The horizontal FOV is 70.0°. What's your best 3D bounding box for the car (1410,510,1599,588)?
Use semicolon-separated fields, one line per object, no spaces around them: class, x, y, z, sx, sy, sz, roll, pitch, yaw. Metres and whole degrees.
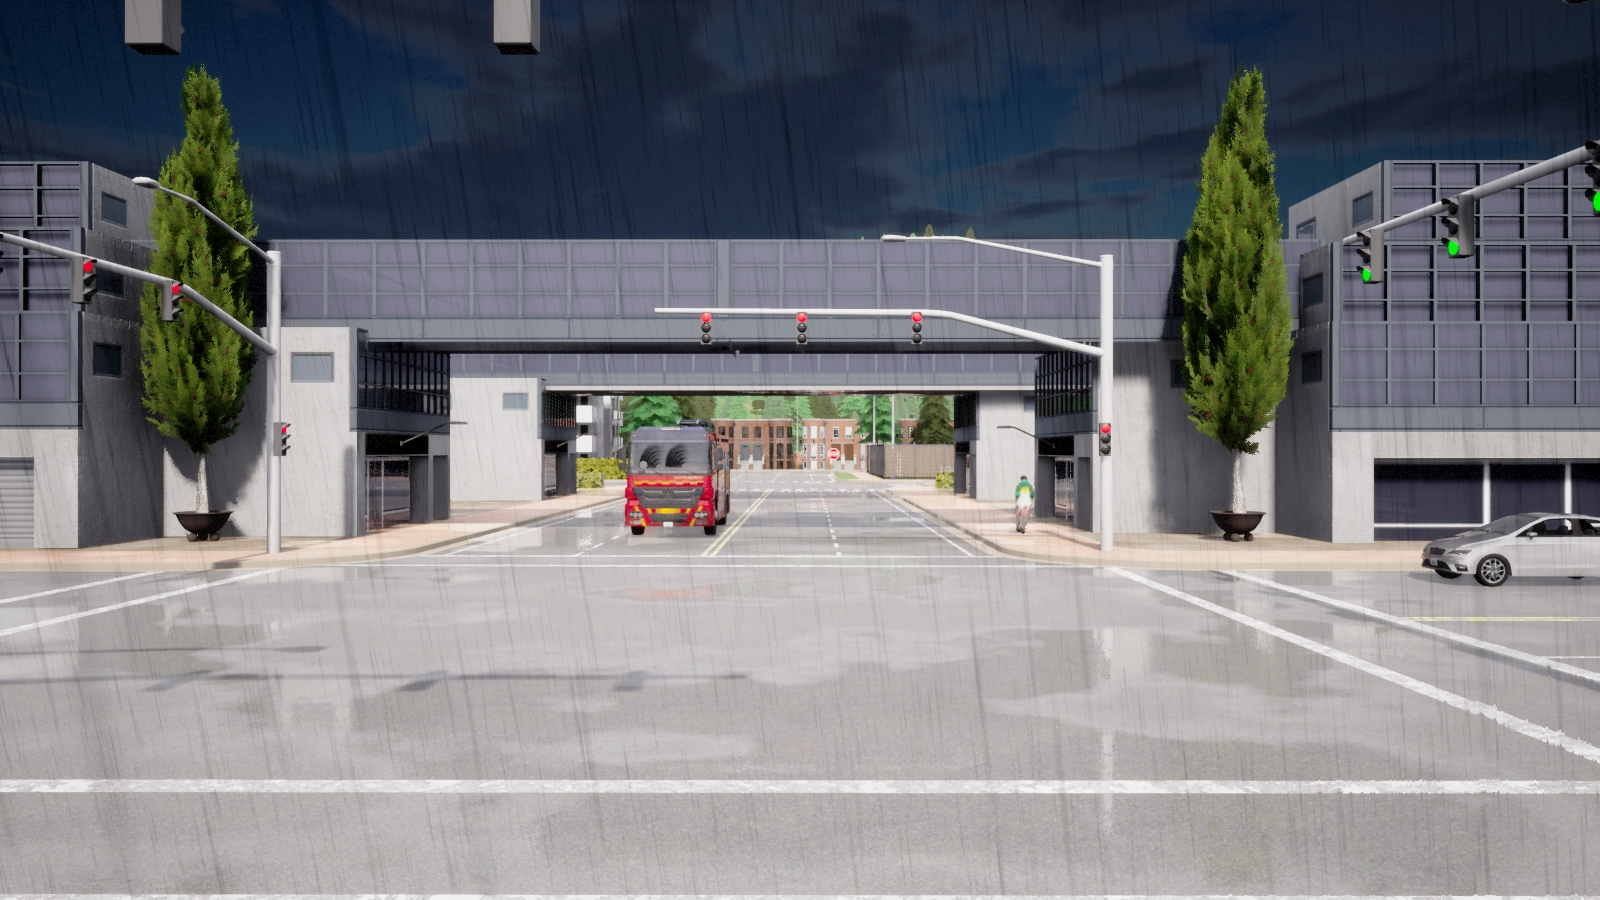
car;15.490;2.066;24.189;4.193;1.474;1.816;0;0;0

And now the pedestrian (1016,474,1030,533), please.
pedestrian;7.092;1.698;36.378;0.375;1.860;0.375;0;0;2

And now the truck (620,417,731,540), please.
truck;-4.133;0.890;39.814;2.891;3.827;8.468;0;0;0
